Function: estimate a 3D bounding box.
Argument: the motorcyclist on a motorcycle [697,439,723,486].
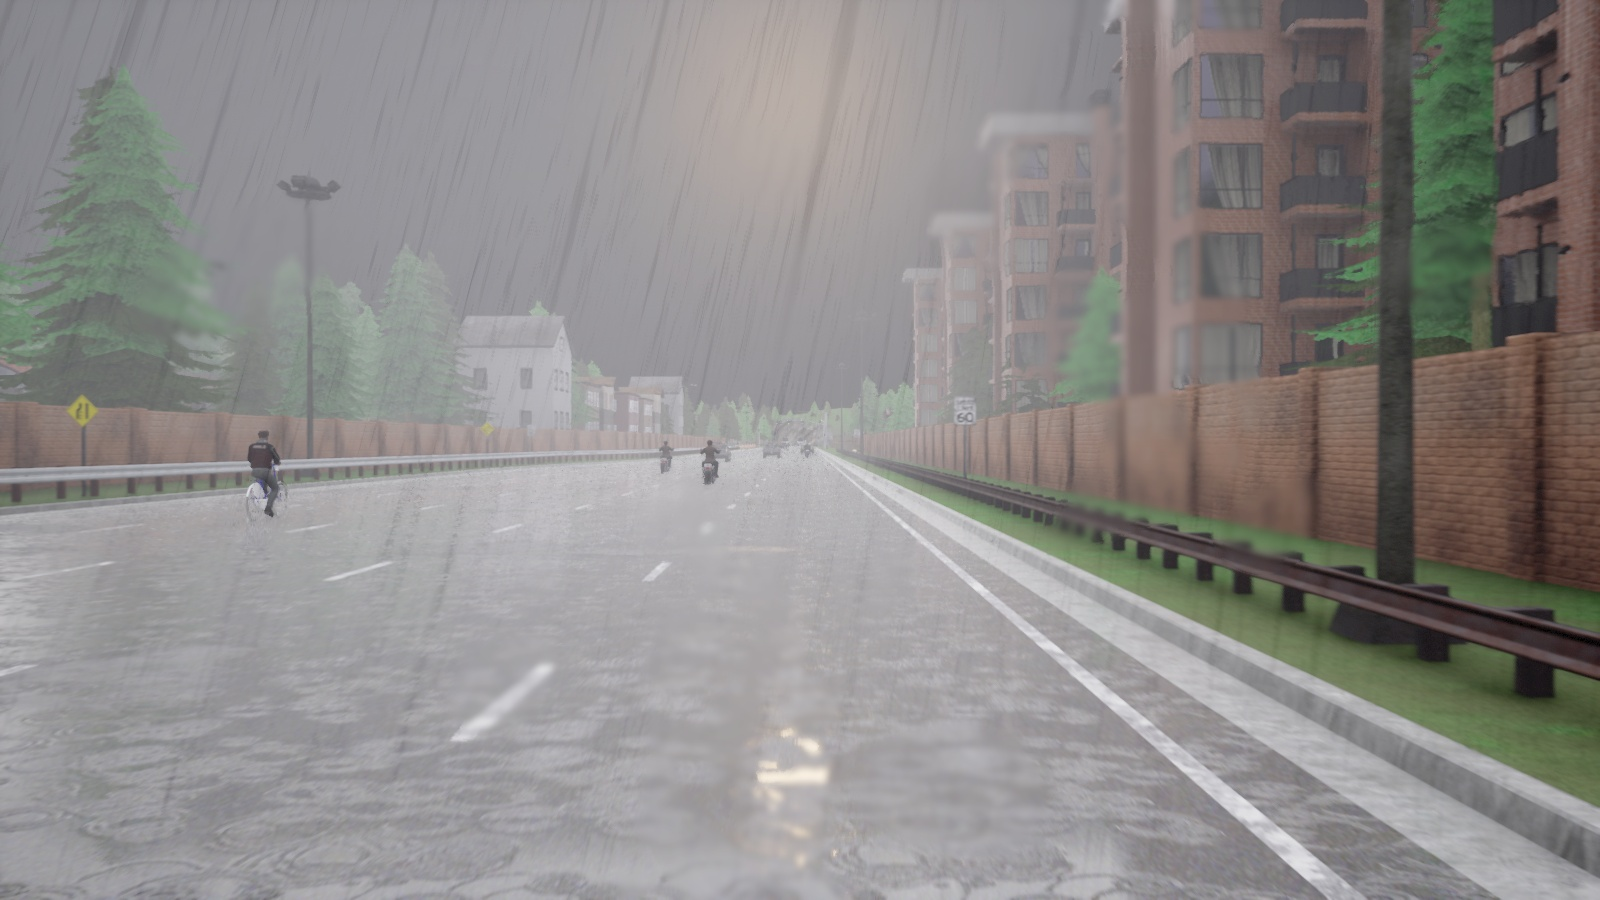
[{"bbox_3d":[-3.228,0.440,45.221,0.766,1.649,2.350,0,0,0],"label":"motorcyclist on a motorcycle"}]

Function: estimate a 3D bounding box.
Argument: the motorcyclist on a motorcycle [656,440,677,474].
[{"bbox_3d":[-6.631,0.341,62.346,0.766,1.649,2.350,0,0,0],"label":"motorcyclist on a motorcycle"}]

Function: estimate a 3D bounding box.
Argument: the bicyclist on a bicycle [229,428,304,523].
[{"bbox_3d":[-10.346,0.472,24.424,0.659,1.776,1.843,0,1,0],"label":"bicyclist on a bicycle"}]
